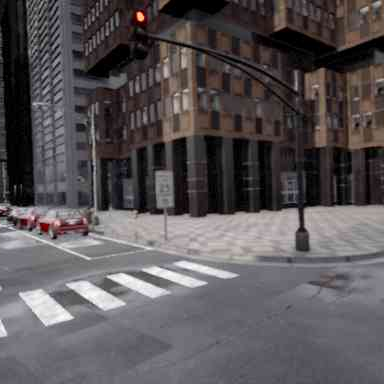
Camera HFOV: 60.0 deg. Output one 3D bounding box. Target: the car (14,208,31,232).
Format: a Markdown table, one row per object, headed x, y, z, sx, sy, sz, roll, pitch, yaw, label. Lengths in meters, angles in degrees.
| x | y | z | sx | sy | sz | roll | pitch | yaw | label |
| --- | --- | --- | --- | --- | --- | --- | --- | --- | --- |
| -10.600 | 1.737 | 22.920 | 1.967 | 1.590 | 4.097 | -3 | 1 | -37 | car |

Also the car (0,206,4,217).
| x | y | z | sx | sy | sz | roll | pitch | yaw | label |
| --- | --- | --- | --- | --- | --- | --- | --- | --- | --- |
| -20.443 | 2.147 | 35.874 | 1.887 | 1.381 | 4.507 | -3 | 1 | -37 | car |

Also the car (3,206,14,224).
| x | y | z | sx | sy | sz | roll | pitch | yaw | label |
| --- | --- | --- | --- | --- | --- | --- | --- | --- | --- |
| -13.876 | 1.980 | 27.239 | 1.802 | 1.307 | 4.206 | -3 | 1 | -37 | car |

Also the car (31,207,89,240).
| x | y | z | sx | sy | sz | roll | pitch | yaw | label |
| --- | --- | --- | --- | --- | --- | --- | --- | --- | --- |
| -7.317 | 1.636 | 18.602 | 1.967 | 1.590 | 4.097 | -3 | 1 | -37 | car |
